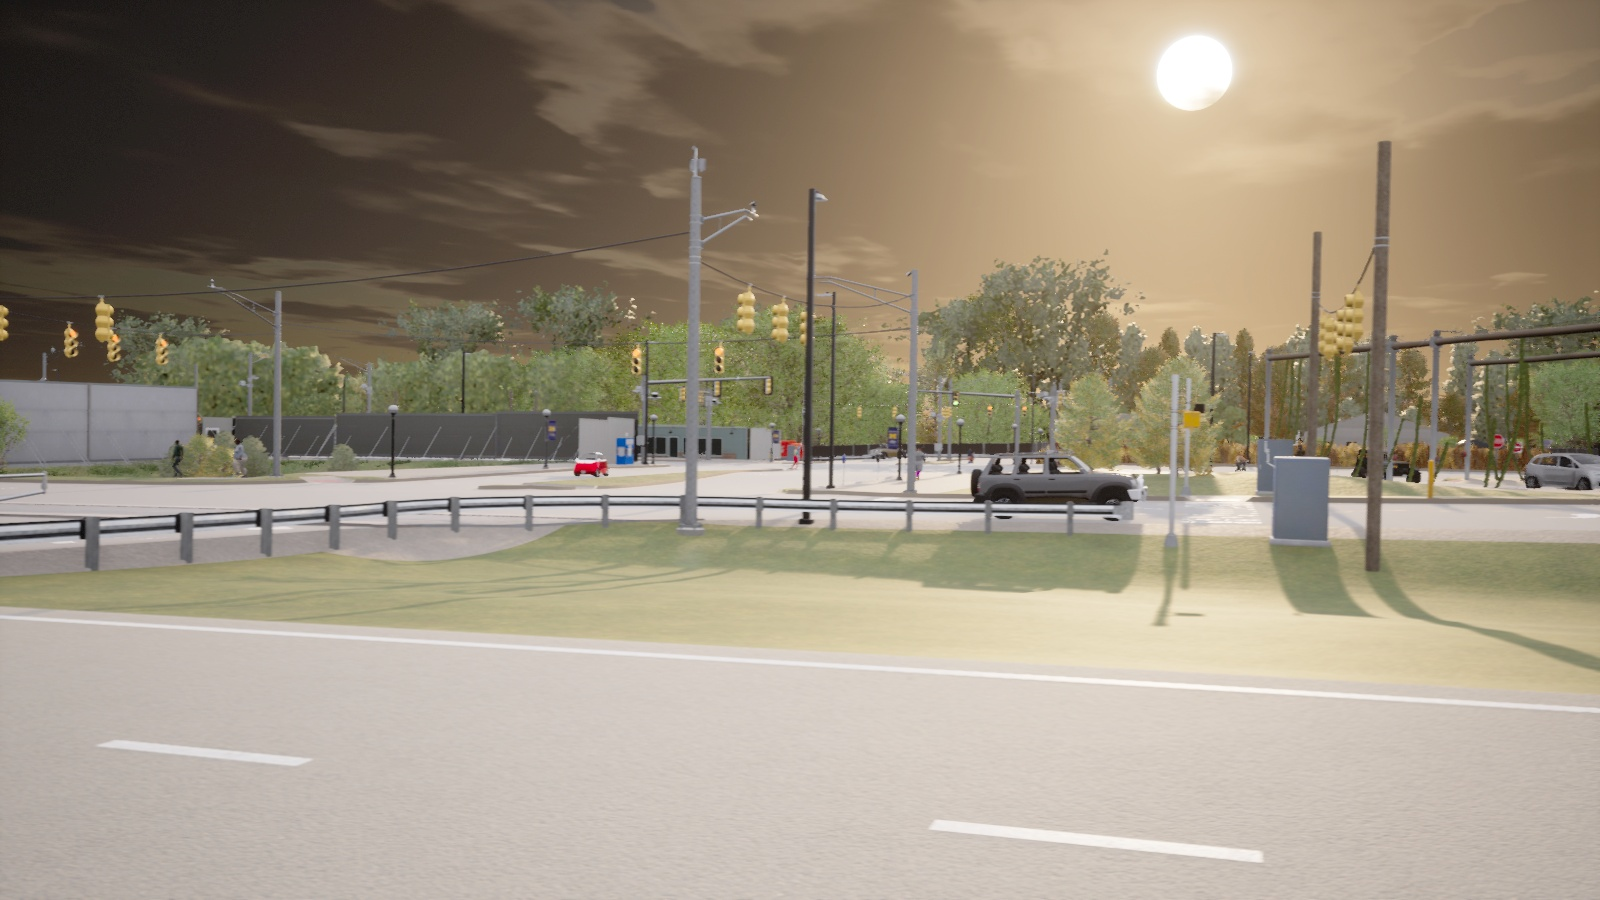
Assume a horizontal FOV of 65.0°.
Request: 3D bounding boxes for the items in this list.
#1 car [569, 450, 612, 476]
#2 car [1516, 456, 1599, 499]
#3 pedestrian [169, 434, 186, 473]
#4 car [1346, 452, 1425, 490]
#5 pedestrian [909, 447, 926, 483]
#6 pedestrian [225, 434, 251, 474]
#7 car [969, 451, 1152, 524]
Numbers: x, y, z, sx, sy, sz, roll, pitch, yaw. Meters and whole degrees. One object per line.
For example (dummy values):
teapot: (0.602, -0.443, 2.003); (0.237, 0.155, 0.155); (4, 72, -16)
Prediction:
car: (-11.592, 0.711, 69.551); (1.481, 1.376, 2.207); (1, 1, 18)
car: (32.466, 1.131, 52.304); (2.242, 1.667, 4.611); (1, 0, -8)
pedestrian: (-29.603, 0.155, 59.704); (0.614, 1.847, 0.353); (2, 1, 14)
car: (30.513, 1.093, 65.556); (1.905, 1.878, 3.866); (1, 0, -7)
pedestrian: (6.506, 0.820, 69.501); (0.659, 1.952, 0.873); (2, 1, 19)
pedestrian: (-26.563, 0.186, 59.342); (0.900, 1.855, 0.874); (0, 2, -39)
car: (7.019, 0.983, 33.764); (4.605, 1.855, 1.932); (-1, 1, 18)
